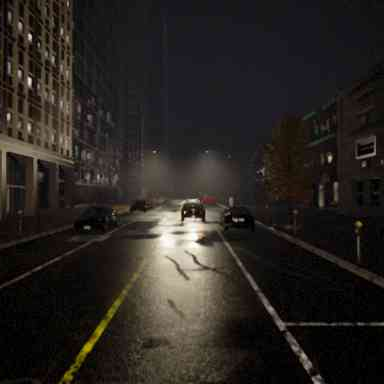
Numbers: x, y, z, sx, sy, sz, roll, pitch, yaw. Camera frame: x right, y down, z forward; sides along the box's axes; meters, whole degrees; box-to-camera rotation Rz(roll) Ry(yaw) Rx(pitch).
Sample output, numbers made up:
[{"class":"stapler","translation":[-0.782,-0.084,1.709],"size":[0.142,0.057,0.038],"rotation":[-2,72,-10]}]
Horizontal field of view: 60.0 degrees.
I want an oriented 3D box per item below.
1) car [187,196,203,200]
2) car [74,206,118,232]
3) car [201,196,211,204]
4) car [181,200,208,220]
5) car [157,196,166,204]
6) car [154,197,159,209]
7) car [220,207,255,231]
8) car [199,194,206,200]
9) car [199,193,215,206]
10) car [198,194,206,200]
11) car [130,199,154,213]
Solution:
[{"class":"car","translation":[0.088,1.543,45.037],"size":[1.895,1.301,4.718],"rotation":[0,0,0]},{"class":"car","translation":[-5.684,1.545,20.206],"size":[1.947,1.339,4.313],"rotation":[1,0,0]},{"class":"car","translation":[2.686,1.452,64.579],"size":[1.887,1.381,4.507],"rotation":[1,0,0]},{"class":"car","translation":[0.092,1.570,27.234],"size":[1.895,1.301,4.718],"rotation":[0,0,0]},{"class":"car","translation":[-5.691,1.358,59.027],"size":[1.967,1.590,4.097],"rotation":[1,0,0]},{"class":"car","translation":[-5.689,1.528,42.389],"size":[1.802,1.307,4.206],"rotation":[1,0,0]},{"class":"car","translation":[2.697,1.545,20.211],"size":[1.947,1.339,4.313],"rotation":[1,0,0]},{"class":"car","translation":[2.682,1.385,86.330],"size":[1.752,1.417,4.829],"rotation":[1,0,0]},{"class":"car","translation":[2.693,1.243,53.486],"size":[2.192,1.841,5.009],"rotation":[1,0,0]},{"class":"car","translation":[2.680,1.398,91.638],"size":[2.008,1.369,4.403],"rotation":[1,0,0]},{"class":"car","translation":[-5.688,1.521,36.844],"size":[1.947,1.339,4.313],"rotation":[1,0,0]}]
